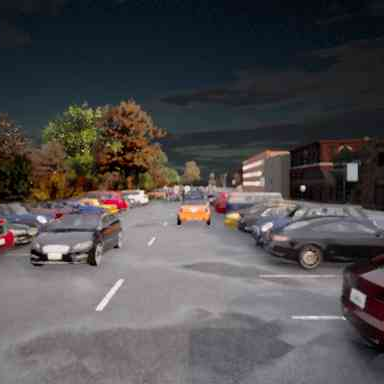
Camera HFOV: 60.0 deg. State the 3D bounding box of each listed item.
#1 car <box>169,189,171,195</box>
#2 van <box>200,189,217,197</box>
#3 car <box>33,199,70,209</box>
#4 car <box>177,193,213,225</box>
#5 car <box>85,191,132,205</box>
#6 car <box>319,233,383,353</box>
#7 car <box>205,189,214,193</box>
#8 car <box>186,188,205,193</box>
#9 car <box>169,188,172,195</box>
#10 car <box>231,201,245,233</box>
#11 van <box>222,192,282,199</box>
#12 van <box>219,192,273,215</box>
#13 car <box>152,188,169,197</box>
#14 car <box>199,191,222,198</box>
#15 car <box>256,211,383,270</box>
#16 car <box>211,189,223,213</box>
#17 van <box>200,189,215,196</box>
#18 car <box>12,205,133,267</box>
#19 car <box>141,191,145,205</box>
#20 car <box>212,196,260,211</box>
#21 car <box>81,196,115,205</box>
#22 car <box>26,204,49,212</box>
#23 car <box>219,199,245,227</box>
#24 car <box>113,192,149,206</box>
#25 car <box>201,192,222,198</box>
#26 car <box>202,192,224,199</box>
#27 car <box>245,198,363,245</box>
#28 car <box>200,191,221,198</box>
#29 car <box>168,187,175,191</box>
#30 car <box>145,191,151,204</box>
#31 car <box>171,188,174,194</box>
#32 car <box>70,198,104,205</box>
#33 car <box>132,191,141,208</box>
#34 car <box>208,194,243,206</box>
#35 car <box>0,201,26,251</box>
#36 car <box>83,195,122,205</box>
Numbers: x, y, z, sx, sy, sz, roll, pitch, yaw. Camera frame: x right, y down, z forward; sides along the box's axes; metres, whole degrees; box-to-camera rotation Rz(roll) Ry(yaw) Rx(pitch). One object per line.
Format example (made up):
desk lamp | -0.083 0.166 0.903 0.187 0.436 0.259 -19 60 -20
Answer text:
car | -8.123 0.576 77.791 5.008 1.535 2.097 0 1 0
van | 4.376 0.226 89.206 4.442 1.987 1.878 0 1 0
car | -8.555 1.225 15.623 4.553 1.767 2.185 0 1 0
car | 0.125 1.161 22.668 2.097 1.767 4.553 0 1 0
car | -8.538 0.976 29.420 5.566 2.045 2.435 0 1 0
car | 4.574 1.474 4.491 4.792 1.488 2.163 0 0 0
car | 4.391 0.698 69.429 4.792 1.488 2.163 0 1 0
car | 0.151 0.877 39.529 2.150 2.045 5.566 0 1 0
car | -8.112 0.513 83.563 4.892 1.521 2.231 0 1 0
car | 4.550 1.352 15.624 4.892 1.521 2.231 0 0 0
van | 4.681 1.052 23.972 4.442 1.987 1.878 0 1 0
van | 4.686 1.002 29.413 4.442 1.987 1.878 0 1 0
car | -8.107 0.480 75.090 4.553 1.767 2.185 0 1 0
car | 4.266 0.573 77.907 5.366 1.575 1.946 0 1 0
car | 4.548 1.439 10.058 4.674 1.452 2.002 0 0 0
car | 4.596 1.001 26.755 5.566 2.045 2.435 0 1 0
van | 4.397 0.161 94.736 4.442 1.987 1.878 0 1 0
car | -3.589 1.401 11.159 2.128 1.511 4.902 0 0 0
car | -8.530 1.000 40.560 4.553 1.767 2.185 0 1 0
car | 4.605 1.206 35.107 4.792 1.488 2.163 0 1 0
car | -8.521 1.277 23.978 5.008 1.535 2.097 0 1 0
car | -8.533 1.376 12.838 4.892 1.521 2.231 0 0 0
car | 4.373 1.324 18.408 5.366 1.575 1.946 0 1 0
car | -8.462 0.949 46.256 4.553 1.767 2.185 0 1 0
car | 4.438 0.647 75.081 4.674 1.452 2.002 0 1 0
car | 4.428 0.678 72.256 4.674 1.452 2.002 0 1 0
car | 4.584 1.250 12.839 4.553 1.767 2.185 0 1 0
car | 4.467 0.544 80.732 5.008 1.535 2.097 0 1 0
car | -8.045 0.169 91.905 5.566 2.045 2.435 0 1 0
car | -8.524 0.848 43.469 5.566 2.045 2.435 0 1 0
car | -8.055 0.481 89.085 4.792 1.488 2.163 0 1 0
car | -8.489 1.331 21.192 4.792 1.488 2.163 0 0 0
car | -8.533 1.026 37.776 4.553 1.767 2.185 0 1 0
car | 4.572 1.117 46.097 4.674 1.452 2.002 -1 1 0
car | -8.502 1.147 10.052 5.566 2.045 2.435 0 0 0
car | -8.698 1.250 26.638 5.366 1.575 1.946 0 1 0
